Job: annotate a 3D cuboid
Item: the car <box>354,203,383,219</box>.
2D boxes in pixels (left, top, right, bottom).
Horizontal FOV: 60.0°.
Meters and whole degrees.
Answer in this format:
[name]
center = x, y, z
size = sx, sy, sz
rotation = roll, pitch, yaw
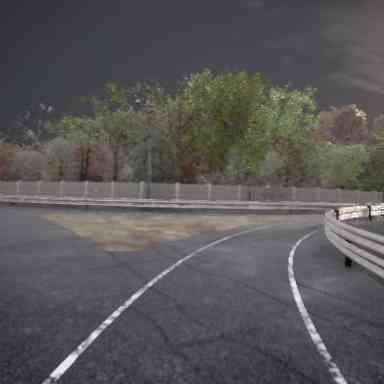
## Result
[car]
center = 18.759, 1.939, 34.783
size = 4.892, 1.490, 1.837
rotation = 2, -1, -38
